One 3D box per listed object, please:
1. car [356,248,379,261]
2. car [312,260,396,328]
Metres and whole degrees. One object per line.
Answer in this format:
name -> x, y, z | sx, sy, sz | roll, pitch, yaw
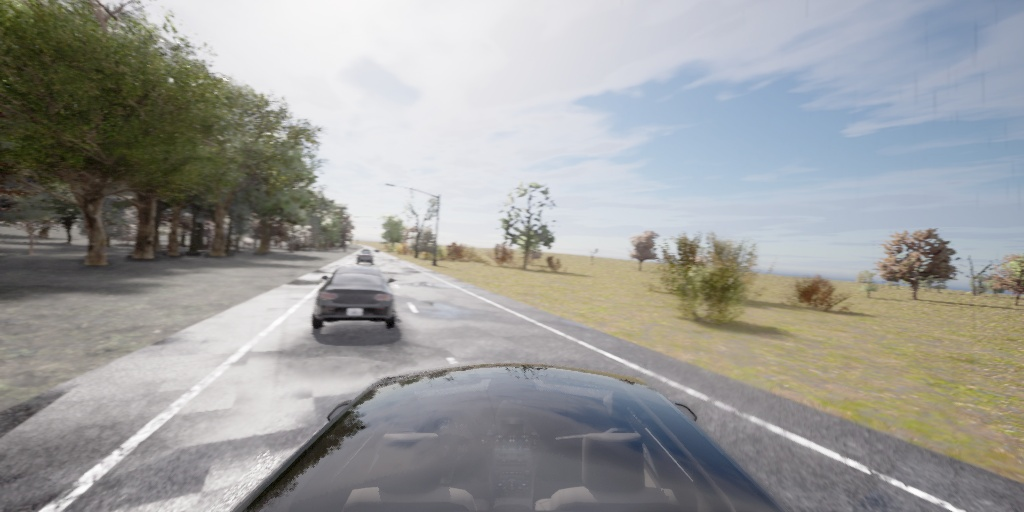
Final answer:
car -> -16.690, 0.225, 40.821 | 2.128, 1.511, 4.902 | 4, 0, -22
car -> -4.275, 1.008, 9.974 | 1.812, 1.442, 4.674 | 4, 0, -22
